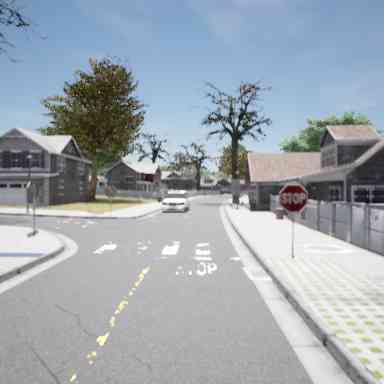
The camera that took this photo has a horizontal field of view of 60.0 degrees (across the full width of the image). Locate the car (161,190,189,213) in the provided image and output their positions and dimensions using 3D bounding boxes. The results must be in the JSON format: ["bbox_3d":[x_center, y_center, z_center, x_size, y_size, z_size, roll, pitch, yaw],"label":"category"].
[{"bbox_3d":[-1.479,0.921,31.615,2.150,2.045,5.566,0,2,4],"label":"car"}]
